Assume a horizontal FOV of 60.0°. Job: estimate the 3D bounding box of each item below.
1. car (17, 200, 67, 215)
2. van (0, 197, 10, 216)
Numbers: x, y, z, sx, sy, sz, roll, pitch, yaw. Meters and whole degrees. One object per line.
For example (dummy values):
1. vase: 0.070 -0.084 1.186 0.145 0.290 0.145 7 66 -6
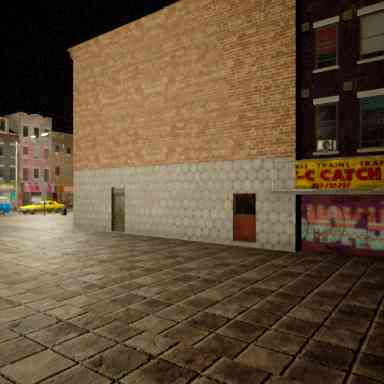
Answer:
1. car: -15.331 1.517 34.184 1.752 1.417 4.829 0 0 36
2. van: -18.511 1.337 29.768 1.690 1.788 3.998 0 0 36
